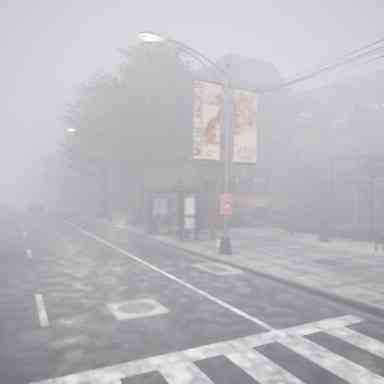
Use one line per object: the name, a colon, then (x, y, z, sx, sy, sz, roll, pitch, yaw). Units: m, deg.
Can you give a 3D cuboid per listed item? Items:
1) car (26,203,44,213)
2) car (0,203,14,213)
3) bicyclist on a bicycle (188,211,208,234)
car: (-21.048, 2.125, 44.650, 1.994, 1.385, 4.181, 2, -1, -28)
car: (-24.408, 2.081, 43.515, 1.895, 1.301, 4.718, 2, -1, -28)
bicyclist on a bicycle: (0.257, 1.722, 20.016, 1.656, 1.620, 0.582, 1, -1, -28)
